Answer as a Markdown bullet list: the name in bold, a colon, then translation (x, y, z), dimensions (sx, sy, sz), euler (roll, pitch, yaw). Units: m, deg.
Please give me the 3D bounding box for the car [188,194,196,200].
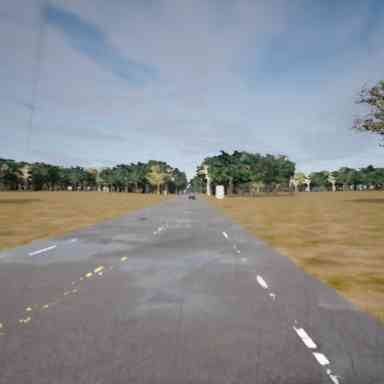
- **car**: translation (0.003, 1.365, 86.873), dimensions (1.837, 1.490, 4.892), euler (0, 0, 0)
